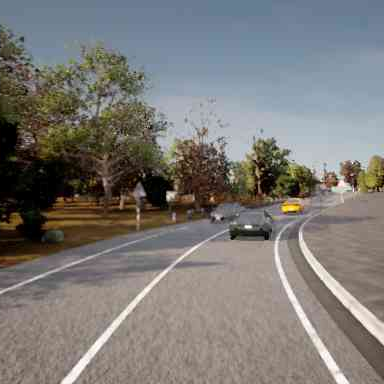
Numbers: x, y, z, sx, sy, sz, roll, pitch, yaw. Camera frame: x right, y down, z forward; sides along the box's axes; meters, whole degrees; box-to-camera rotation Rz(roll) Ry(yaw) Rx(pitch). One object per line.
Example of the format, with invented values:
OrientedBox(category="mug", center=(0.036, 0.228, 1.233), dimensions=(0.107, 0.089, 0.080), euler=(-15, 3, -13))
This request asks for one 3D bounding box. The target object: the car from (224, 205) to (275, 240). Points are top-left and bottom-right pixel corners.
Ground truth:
OrientedBox(category="car", center=(3.229, 1.603, 17.458), dimensions=(1.994, 1.385, 4.181), euler=(-1, 0, 17))

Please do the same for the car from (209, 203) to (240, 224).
OrientedBox(category="car", center=(2.881, 1.639, 26.256), dimensions=(2.128, 1.511, 4.902), euler=(-2, -1, 24))

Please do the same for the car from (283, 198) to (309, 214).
OrientedBox(category="car", center=(10.550, 1.365, 33.685), dimensions=(1.882, 1.535, 5.008), euler=(-3, 0, 29))
